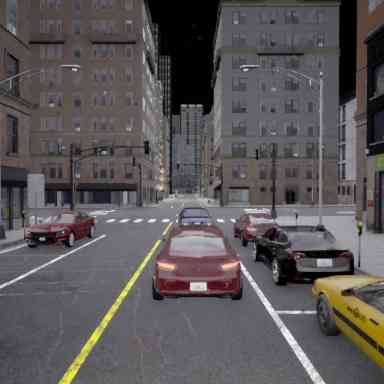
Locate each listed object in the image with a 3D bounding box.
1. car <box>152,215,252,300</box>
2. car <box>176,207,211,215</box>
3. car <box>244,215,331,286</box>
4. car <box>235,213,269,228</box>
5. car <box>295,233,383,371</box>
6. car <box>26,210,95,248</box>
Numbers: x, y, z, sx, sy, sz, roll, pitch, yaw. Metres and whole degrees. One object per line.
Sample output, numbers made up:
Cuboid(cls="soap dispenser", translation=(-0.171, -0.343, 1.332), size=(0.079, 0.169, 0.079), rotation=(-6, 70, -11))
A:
Cuboid(cls="car", translation=(0.100, 1.523, 8.233), size=(1.812, 1.442, 4.674), rotation=(0, 0, 0))
Cuboid(cls="car", translation=(0.136, 1.542, 18.253), size=(2.033, 1.411, 5.357), rotation=(0, 0, -3))
Cuboid(cls="car", translation=(2.868, 1.563, 9.264), size=(1.947, 1.339, 4.313), rotation=(-1, 0, 0))
Cuboid(cls="car", translation=(2.869, 1.577, 14.850), size=(1.802, 1.307, 4.206), rotation=(-1, 0, 0))
Cuboid(cls="car", translation=(2.866, 1.524, 3.848), size=(1.752, 1.417, 4.829), rotation=(-1, 0, 0))
Cuboid(cls="car", translation=(-5.676, 1.540, 14.849), size=(1.887, 1.381, 4.507), rotation=(-1, 0, 0))
